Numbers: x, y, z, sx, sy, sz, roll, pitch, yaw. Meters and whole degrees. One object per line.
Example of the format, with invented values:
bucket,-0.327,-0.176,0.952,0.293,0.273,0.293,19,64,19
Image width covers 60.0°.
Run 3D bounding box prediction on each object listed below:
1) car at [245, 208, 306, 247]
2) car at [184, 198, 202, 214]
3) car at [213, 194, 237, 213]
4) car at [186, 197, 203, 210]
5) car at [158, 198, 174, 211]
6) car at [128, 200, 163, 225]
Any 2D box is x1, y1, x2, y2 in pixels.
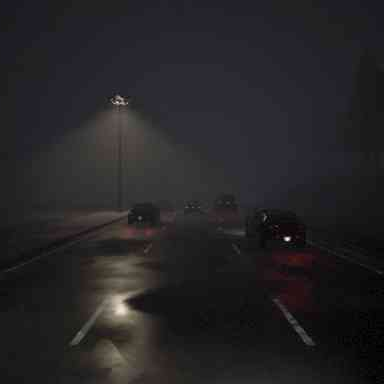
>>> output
car,3.604,1.504,14.970,1.837,1.490,4.892,0,0,0
car,0.115,1.545,34.827,2.033,1.411,5.357,0,0,0
car,3.642,1.218,36.817,2.150,2.045,5.566,0,0,-1
car,0.374,1.489,44.577,2.128,1.511,4.902,0,0,3
car,-3.311,1.475,40.166,1.882,1.535,5.008,0,0,1
car,-3.395,1.524,23.972,1.812,1.442,4.674,0,0,0
